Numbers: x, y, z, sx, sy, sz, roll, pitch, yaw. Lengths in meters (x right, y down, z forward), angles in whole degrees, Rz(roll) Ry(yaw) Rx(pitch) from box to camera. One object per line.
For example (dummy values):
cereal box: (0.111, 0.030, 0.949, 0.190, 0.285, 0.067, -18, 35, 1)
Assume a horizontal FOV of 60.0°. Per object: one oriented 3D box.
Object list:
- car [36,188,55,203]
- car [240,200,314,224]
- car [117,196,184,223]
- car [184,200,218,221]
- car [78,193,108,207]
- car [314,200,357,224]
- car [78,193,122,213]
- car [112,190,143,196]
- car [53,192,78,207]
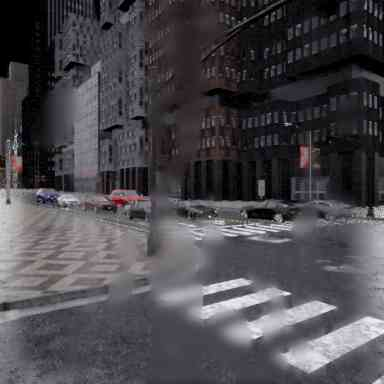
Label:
car: (-20.646, 0.521, 47.531, 2.150, 2.045, 5.566, 0, 1, -36)
car: (5.442, 1.278, 22.919, 1.882, 1.535, 5.008, 0, 1, -36)
car: (-3.031, 1.284, 23.209, 2.033, 1.411, 5.357, 0, 1, -35)
car: (-0.427, 1.280, 25.067, 2.033, 1.411, 5.357, 0, 1, -39)
car: (-12.500, 0.929, 41.767, 2.128, 1.511, 4.902, 0, 1, -36)
car: (9.006, 1.311, 23.542, 2.128, 1.511, 4.902, 0, 1, -36)
car: (-8.631, 1.080, 30.892, 1.882, 1.535, 5.008, 0, 1, -36)
car: (-6.383, 0.810, 33.327, 2.150, 2.045, 5.566, 0, 1, -36)
car: (-14.429, 0.985, 38.867, 1.812, 1.442, 4.674, 0, 1, -35)
